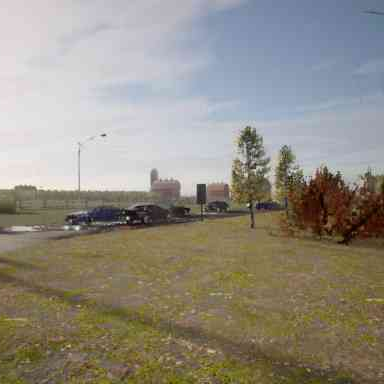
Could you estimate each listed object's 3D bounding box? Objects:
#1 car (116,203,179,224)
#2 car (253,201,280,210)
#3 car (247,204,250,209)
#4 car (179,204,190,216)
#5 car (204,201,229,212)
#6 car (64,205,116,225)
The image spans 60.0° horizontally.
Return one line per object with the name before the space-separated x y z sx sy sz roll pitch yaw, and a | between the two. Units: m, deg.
car | -3.404 1.662 26.393 1.837 1.490 4.892 -1 -1 33
car | 11.487 1.650 50.378 2.150 2.045 5.566 -1 -1 32
car | 11.221 1.761 56.700 2.150 2.045 5.566 -1 -1 32
car | -2.180 1.909 35.229 1.895 1.301 4.718 -1 -1 32
car | 3.325 1.913 44.063 1.837 1.490 4.892 -1 -1 32
car | -7.509 1.763 26.734 2.033 1.411 5.357 -1 -1 32
